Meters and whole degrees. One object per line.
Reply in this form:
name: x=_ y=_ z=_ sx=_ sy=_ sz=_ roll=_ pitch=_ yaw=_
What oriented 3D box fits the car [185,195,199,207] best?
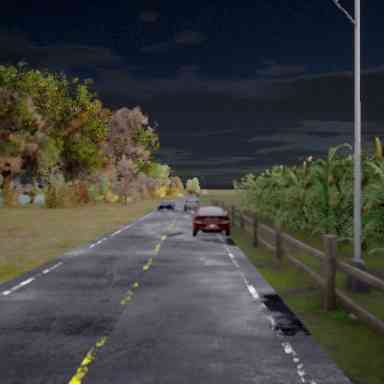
car: x=0.005 y=1.308 z=50.315 sx=2.097 sy=1.767 sz=4.553 roll=0 pitch=0 yaw=0

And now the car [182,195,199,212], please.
car: x=0.024 y=1.458 z=38.951 sx=2.128 sy=1.511 sz=4.902 roll=0 pitch=0 yaw=0

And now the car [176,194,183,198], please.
car: x=-2.752 y=1.157 z=79.202 sx=1.812 sy=1.442 sz=4.674 roll=0 pitch=0 yaw=0

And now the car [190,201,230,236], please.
car: x=0.962 y=1.460 z=18.310 sx=1.882 sy=1.535 sz=5.008 roll=0 pitch=0 yaw=0

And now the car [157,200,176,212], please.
car: x=-2.843 y=1.568 z=37.518 sx=1.895 sy=1.301 sz=4.718 roll=0 pitch=0 yaw=0
